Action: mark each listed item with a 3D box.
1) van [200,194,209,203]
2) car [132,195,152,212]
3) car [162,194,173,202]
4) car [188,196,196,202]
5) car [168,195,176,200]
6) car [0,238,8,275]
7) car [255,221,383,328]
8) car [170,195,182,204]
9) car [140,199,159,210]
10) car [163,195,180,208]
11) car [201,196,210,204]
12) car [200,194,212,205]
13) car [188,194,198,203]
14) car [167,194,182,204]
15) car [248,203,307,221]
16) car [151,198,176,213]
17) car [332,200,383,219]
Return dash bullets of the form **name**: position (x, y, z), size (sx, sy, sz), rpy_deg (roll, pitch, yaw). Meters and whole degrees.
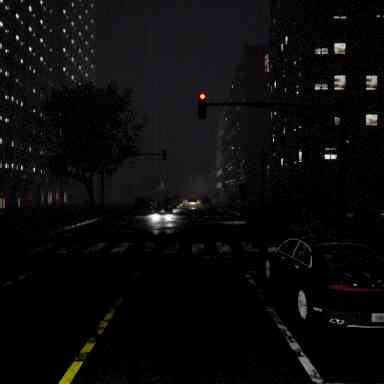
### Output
- **van**: position (2.681, 1.402, 72.438), size (1.690, 1.788, 3.998), rpy_deg (0, 0, 0)
- **car**: position (-5.696, 1.336, 39.299), size (2.192, 1.841, 5.009), rpy_deg (0, 0, 0)
- **car**: position (-5.700, 1.386, 77.959), size (2.192, 1.841, 5.009), rpy_deg (0, 0, 0)
- **car**: position (-0.008, 1.668, 78.905), size (1.895, 1.301, 4.718), rpy_deg (0, 0, 0)
- **car**: position (-5.702, 1.654, 94.528), size (2.008, 1.369, 4.403), rpy_deg (0, 0, 0)
- **car**: position (-5.692, 1.545, 6.911), size (1.887, 1.381, 4.507), rpy_deg (0, 0, 0)
- **car**: position (2.688, 1.551, 6.912), size (2.008, 1.369, 4.403), rpy_deg (0, 0, 0)
- **car**: position (-3.048, 1.402, 65.213), size (2.097, 1.767, 4.553), rpy_deg (0, 0, 0)
- **car**: position (-5.697, 1.592, 44.822), size (1.947, 1.339, 4.313), rpy_deg (0, 0, 0)
- **car**: position (-3.104, 1.554, 46.263), size (1.812, 1.442, 4.674), rpy_deg (0, 0, 0)
- **car**: position (2.682, 1.578, 67.084), size (1.752, 1.417, 4.829), rpy_deg (0, 0, 0)
- **car**: position (2.683, 1.611, 61.391), size (1.947, 1.339, 4.313), rpy_deg (0, 0, 0)
- **car**: position (0.091, 1.656, 68.903), size (1.895, 1.301, 4.718), rpy_deg (0, 0, 0)
- **car**: position (-3.091, 1.563, 55.442), size (1.812, 1.442, 4.674), rpy_deg (0, 0, 0)
- **car**: position (6.258, 1.504, 24.592), size (4.181, 1.385, 1.994), rpy_deg (-2, 0, 12)
- **car**: position (-3.093, 1.620, 37.150), size (1.895, 1.301, 4.718), rpy_deg (0, 0, -1)
- **car**: position (13.423, 1.350, 26.319), size (4.403, 1.369, 2.008), rpy_deg (-1, 1, -1)
